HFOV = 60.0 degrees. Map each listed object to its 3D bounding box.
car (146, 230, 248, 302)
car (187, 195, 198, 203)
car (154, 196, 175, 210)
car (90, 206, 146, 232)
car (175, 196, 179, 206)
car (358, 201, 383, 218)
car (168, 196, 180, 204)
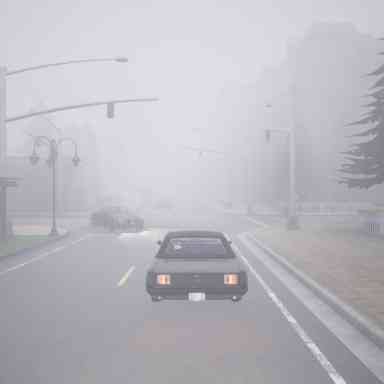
[{"bbox_3d":[0.067,1.601,8.220,1.895,1.301,4.718,0,0,-1],"label":"car"},{"bbox_3d":[0.079,1.355,69.193,2.097,1.767,4.553,0,0,0],"label":"car"},{"bbox_3d":[-3.606,1.526,42.705,1.812,1.442,4.674,0,0,1],"label":"car"},{"bbox_3d":[-4.518,1.560,20.045,1.994,1.385,4.181,0,0,-39],"label":"car"},{"bbox_3d":[-3.601,1.601,52.751,1.895,1.301,4.718,0,0,0],"label":"car"},{"bbox_3d":[16.862,1.493,28.536,5.008,1.535,1.882,0,0,-2],"label":"car"},{"bbox_3d":[-3.560,1.564,65.685,1.994,1.385,4.181,0,0,0],"label":"car"}]
